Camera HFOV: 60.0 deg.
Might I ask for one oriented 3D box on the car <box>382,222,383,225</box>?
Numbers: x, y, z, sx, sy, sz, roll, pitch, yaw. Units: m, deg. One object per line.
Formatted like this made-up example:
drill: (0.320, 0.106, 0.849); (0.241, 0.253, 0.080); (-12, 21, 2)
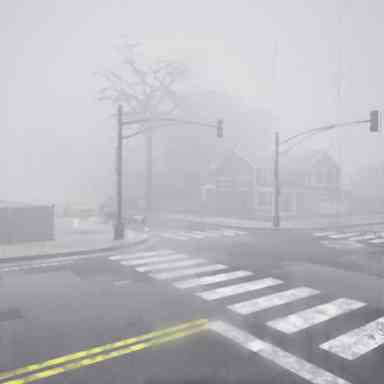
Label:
car: (14.948, 1.698, 22.328); (5.357, 1.411, 2.033); (0, 0, -35)

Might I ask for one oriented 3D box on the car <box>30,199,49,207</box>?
car: (-22.419, 1.745, 48.831); (1.895, 1.301, 4.718); (0, 0, -35)

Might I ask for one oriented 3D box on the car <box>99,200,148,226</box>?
car: (-4.886, 1.584, 23.972); (2.128, 1.511, 4.902); (0, 0, -35)

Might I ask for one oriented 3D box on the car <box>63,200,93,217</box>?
car: (-11.420, 1.589, 33.200); (1.882, 1.535, 5.008); (0, 0, -35)

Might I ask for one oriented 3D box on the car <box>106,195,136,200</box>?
car: (-7.167, 1.346, 32.284); (2.150, 2.045, 5.566); (0, 0, -36)
